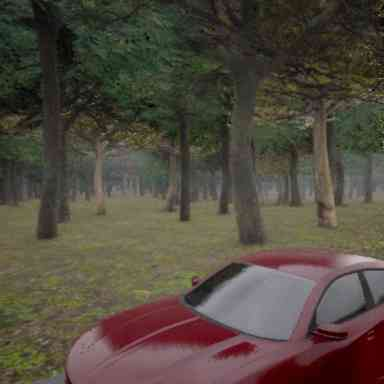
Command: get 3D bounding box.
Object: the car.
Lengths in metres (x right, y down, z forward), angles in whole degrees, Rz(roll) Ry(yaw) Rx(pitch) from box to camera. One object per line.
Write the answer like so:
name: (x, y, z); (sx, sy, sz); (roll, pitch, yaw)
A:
car: (1.148, 1.467, 3.881); (5.008, 1.535, 1.882); (0, 0, -35)
